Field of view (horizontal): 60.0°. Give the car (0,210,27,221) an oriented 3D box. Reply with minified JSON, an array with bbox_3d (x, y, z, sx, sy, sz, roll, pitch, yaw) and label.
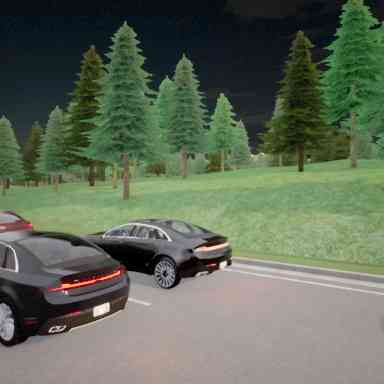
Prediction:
[{"bbox_3d":[-8.743,1.525,14.567,4.674,1.442,1.812,0,0,36],"label":"car"}]

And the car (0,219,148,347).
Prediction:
[{"bbox_3d":[-3.315,1.505,6.373,4.892,1.490,1.837,0,0,36],"label":"car"}]

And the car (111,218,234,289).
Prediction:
[{"bbox_3d":[-1.242,1.491,9.197,4.902,1.511,2.128,0,0,35],"label":"car"}]
